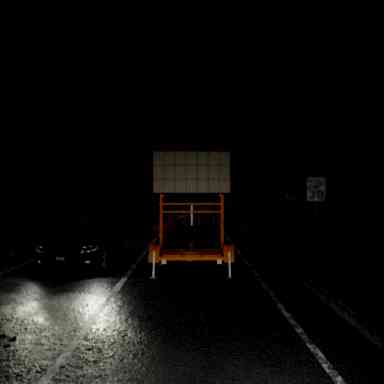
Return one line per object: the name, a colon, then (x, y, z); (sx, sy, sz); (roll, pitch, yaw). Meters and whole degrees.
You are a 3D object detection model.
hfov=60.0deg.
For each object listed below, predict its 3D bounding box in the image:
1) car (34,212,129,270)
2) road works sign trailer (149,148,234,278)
car: (-3.444, 1.480, 11.227); (1.882, 1.535, 5.008); (0, 0, 1)
road works sign trailer: (-0.010, 0.467, 10.088); (2.380, 3.560, 2.880); (0, 0, 0)
